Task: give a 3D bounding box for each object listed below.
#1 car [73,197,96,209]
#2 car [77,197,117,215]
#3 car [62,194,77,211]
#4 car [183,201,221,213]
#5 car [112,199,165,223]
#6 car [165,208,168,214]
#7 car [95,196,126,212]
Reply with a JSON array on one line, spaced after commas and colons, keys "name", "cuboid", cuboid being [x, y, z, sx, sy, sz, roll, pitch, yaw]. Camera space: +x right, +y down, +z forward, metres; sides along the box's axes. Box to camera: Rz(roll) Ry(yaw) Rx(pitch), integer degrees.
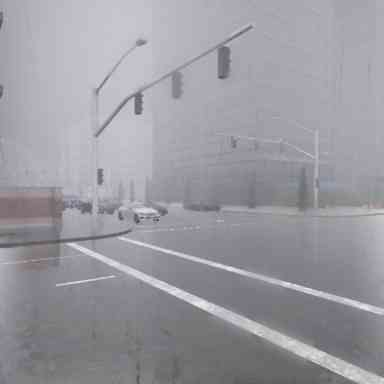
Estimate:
[{"name": "car", "cuboid": [-15.370, 1.526, 47.479, 1.812, 1.442, 4.674, 0, 0, -35]}, {"name": "car", "cuboid": [-9.476, 1.352, 33.222, 2.097, 1.767, 4.553, 0, 0, -36]}, {"name": "car", "cuboid": [-15.671, 1.221, 41.871, 2.150, 2.045, 5.566, 0, 0, -36]}, {"name": "car", "cuboid": [1.022, 1.601, 36.937, 1.895, 1.301, 4.718, 0, 0, -36]}, {"name": "car", "cuboid": [-4.250, 1.526, 25.923, 1.812, 1.442, 4.674, 0, 0, -36]}, {"name": "car", "cuboid": [-4.360, 1.547, 32.085, 2.033, 1.411, 5.357, 0, 0, -36]}, {"name": "car", "cuboid": [-9.740, 1.352, 39.598, 2.097, 1.767, 4.553, 0, 0, -36]}]
